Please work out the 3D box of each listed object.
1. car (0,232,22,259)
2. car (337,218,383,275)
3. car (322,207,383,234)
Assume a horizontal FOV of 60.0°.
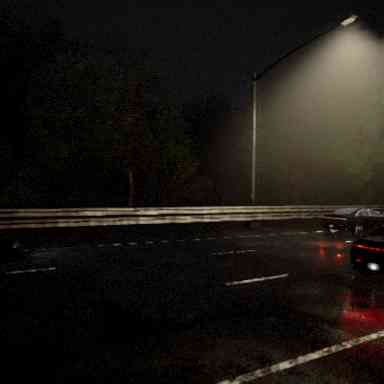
[{"bbox_3d":[-7.791,1.436,9.371,5.357,1.411,2.033,1,0,-29],"label":"car"},{"bbox_3d":[6.530,1.594,9.271,4.892,1.490,1.837,1,0,-29],"label":"car"},{"bbox_3d":[9.568,1.636,18.940,4.902,1.511,2.128,1,0,-29],"label":"car"}]
